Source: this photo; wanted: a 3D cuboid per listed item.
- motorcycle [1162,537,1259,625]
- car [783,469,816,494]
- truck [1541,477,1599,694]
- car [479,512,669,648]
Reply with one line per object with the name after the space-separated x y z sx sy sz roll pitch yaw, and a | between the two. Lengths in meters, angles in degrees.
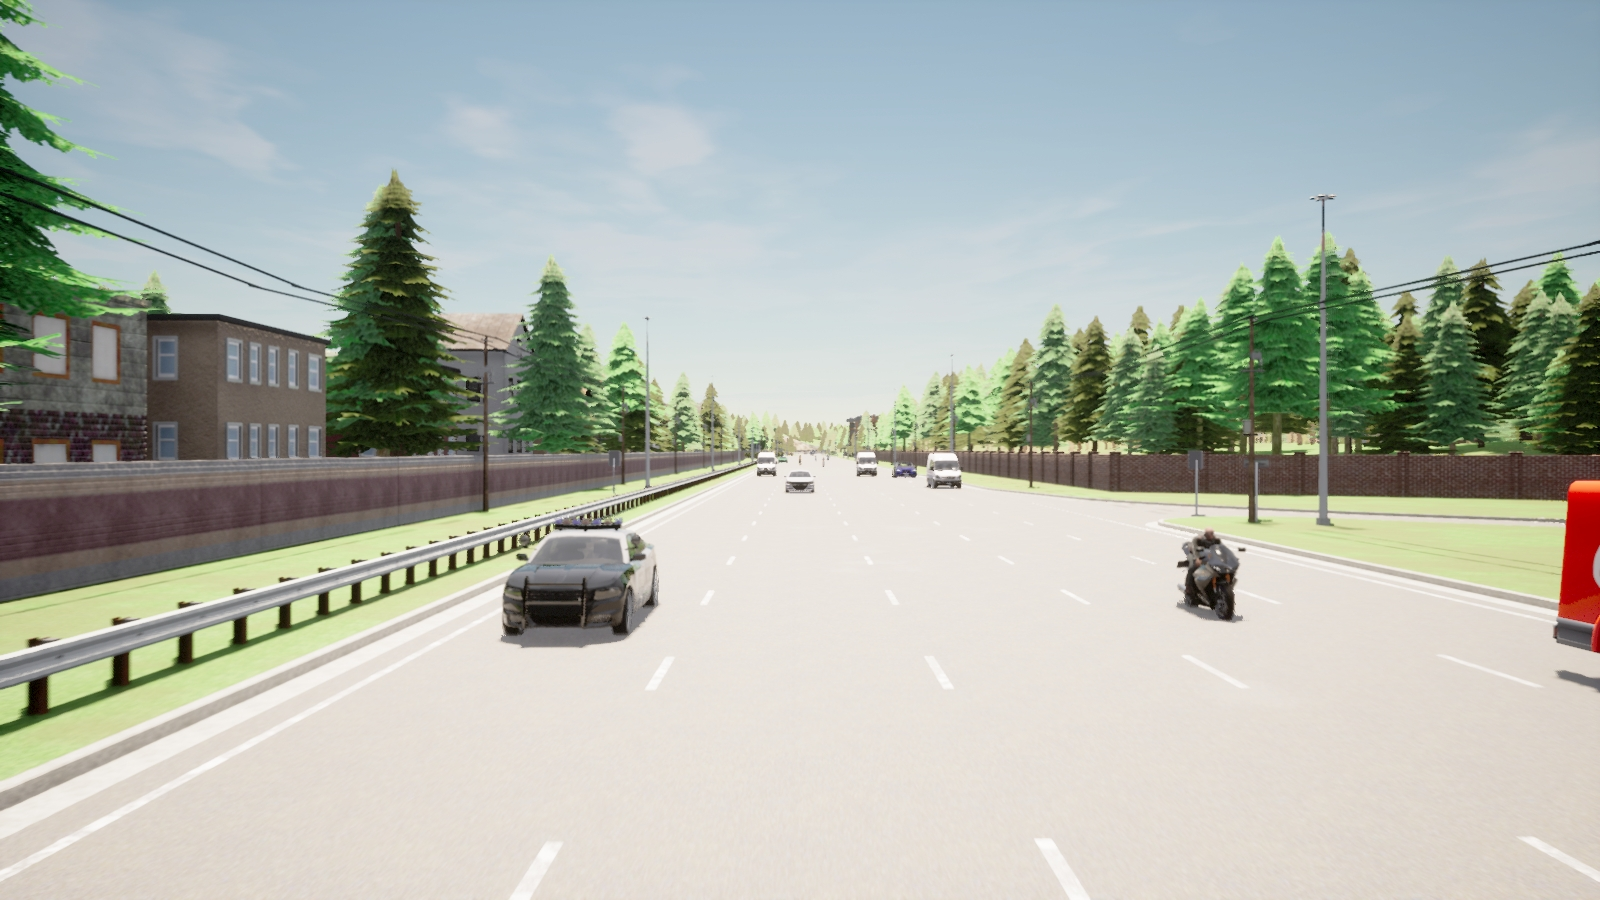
6.999 2.205 19.601 0.867 1.251 2.209 0 0 0 | motorcycle
-0.005 2.034 74.835 2.097 1.535 5.006 0 0 0 | car
10.499 1.568 11.556 2.627 2.467 5.204 0 0 0 | truck
-3.501 1.982 18.791 2.097 1.638 5.238 0 0 0 | car
